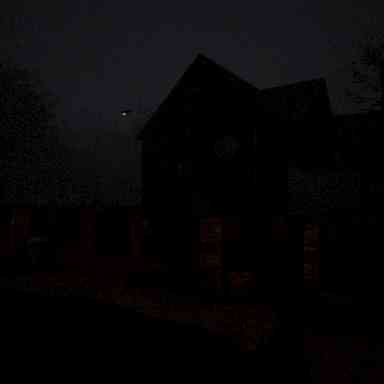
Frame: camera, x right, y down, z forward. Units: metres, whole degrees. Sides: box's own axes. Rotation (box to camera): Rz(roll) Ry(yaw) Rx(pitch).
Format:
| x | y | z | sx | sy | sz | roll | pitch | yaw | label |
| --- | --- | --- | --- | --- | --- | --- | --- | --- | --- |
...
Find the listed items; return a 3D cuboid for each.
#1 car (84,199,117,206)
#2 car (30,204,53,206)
| x | y | z | sx | sy | sz | roll | pitch | yaw | label |
| --- | --- | --- | --- | --- | --- | --- | --- | --- | --- |
| -10.420 | 1.599 | 36.863 | 1.837 | 1.490 | 4.892 | 0 | 0 | 35 | car |
| -12.929 | 1.663 | 27.702 | 1.895 | 1.301 | 4.718 | 0 | 0 | 35 | car |
